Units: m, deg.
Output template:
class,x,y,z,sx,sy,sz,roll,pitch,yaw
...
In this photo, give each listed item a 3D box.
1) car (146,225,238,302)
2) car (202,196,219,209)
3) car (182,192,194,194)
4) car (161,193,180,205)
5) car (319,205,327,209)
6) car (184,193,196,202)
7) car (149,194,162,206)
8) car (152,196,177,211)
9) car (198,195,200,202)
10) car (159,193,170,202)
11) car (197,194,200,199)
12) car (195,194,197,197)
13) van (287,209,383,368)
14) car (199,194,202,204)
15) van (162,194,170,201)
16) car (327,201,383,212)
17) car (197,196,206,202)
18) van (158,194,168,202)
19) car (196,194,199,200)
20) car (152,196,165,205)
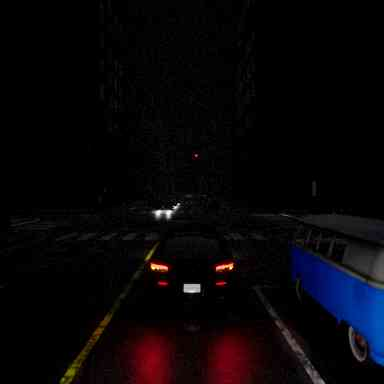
class,x,y,z,sx,sy,sz,roll,pitch,yaw
car,0.000,1.525,8.148,1.812,1.442,4.674,0,0,0
car,2.649,1.516,44.830,1.752,1.417,4.829,0,0,-1
car,-0.746,1.077,84.216,2.150,2.045,5.566,0,0,-1
car,-3.423,1.338,54.278,2.097,1.767,4.553,0,0,-1
car,14.420,1.584,32.105,4.718,1.301,1.895,0,0,2
car,-0.610,1.562,74.216,1.895,1.301,4.718,0,0,-1
car,-6.025,1.301,55.594,2.192,1.841,5.009,0,0,-1
car,-3.369,1.557,41.151,1.994,1.385,4.181,0,0,3
car,2.500,1.536,55.710,2.008,1.369,4.403,0,0,-1
car,-6.327,1.281,77.696,2.192,1.841,5.009,0,0,-1
car,2.425,1.547,61.236,1.947,1.339,4.313,0,0,-1
car,2.274,1.522,72.286,2.008,1.369,4.403,0,0,-1
van,2.854,1.341,5.470,1.690,1.788,3.998,0,0,0
car,2.575,1.429,50.185,1.967,1.590,4.097,0,0,-1
van,-6.400,1.301,83.220,1.690,1.788,3.998,0,0,-1
car,14.605,1.517,28.854,4.674,1.442,1.812,0,0,-3
car,2.198,1.548,77.812,1.802,1.307,4.206,0,0,-1
van,-6.251,1.313,72.170,1.690,1.788,3.998,0,0,-1
car,2.349,1.521,66.762,1.887,1.381,4.507,0,0,-1
car,-6.100,1.533,61.121,2.008,1.369,4.403,0,0,-1
